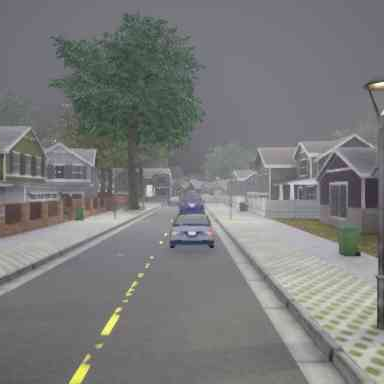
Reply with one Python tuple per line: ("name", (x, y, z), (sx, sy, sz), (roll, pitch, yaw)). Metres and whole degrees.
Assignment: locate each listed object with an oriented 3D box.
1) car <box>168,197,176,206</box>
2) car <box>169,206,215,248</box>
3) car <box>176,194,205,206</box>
("car", (-2.750, 1.476, 52.649), (1.812, 1.442, 4.674), (0, 0, 0))
("car", (0.000, 1.554, 14.650), (2.033, 1.411, 5.357), (0, 0, 0))
("car", (0.000, 1.222, 29.679), (2.150, 2.045, 5.566), (0, 0, 0))
